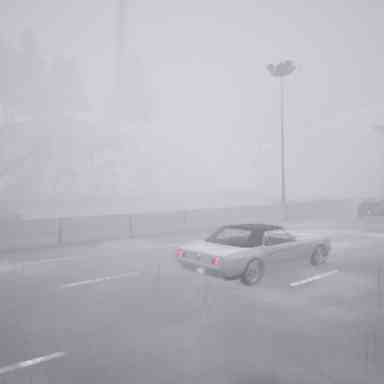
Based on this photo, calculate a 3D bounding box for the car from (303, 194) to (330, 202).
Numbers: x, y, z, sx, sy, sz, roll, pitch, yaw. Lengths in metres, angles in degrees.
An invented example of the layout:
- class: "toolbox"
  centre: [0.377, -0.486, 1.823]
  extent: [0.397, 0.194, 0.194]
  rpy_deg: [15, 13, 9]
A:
- class: "car"
  centre: [17.156, 1.114, 44.905]
  extent: [1.837, 1.490, 4.892]
  rpy_deg: [-1, 0, 39]

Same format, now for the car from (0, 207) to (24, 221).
- class: "car"
  centre: [-14.452, 1.758, 23.895]
  extent: [4.181, 1.385, 1.994]
  rpy_deg: [-1, 0, -37]

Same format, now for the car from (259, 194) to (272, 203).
- class: "car"
  centre: [13.078, 1.155, 56.924]
  extent: [1.837, 1.490, 4.892]
  rpy_deg: [-1, 0, 36]

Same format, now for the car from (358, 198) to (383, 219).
- class: "car"
  centre: [14.074, 1.200, 25.033]
  extent: [2.128, 1.511, 4.902]
  rpy_deg: [0, 0, 44]

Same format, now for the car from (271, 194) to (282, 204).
- class: "car"
  centre: [14.996, 1.227, 53.601]
  extent: [1.895, 1.301, 4.718]
  rpy_deg: [-1, 0, 37]

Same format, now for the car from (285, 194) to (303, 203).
- class: "car"
  centre: [15.270, 1.112, 48.126]
  extent: [1.882, 1.535, 5.008]
  rpy_deg: [-1, 0, 38]

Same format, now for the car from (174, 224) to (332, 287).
- class: "car"
  centre: [1.923, 1.551, 9.302]
  extent: [4.718, 1.301, 1.895]
  rpy_deg: [-1, 0, -39]
